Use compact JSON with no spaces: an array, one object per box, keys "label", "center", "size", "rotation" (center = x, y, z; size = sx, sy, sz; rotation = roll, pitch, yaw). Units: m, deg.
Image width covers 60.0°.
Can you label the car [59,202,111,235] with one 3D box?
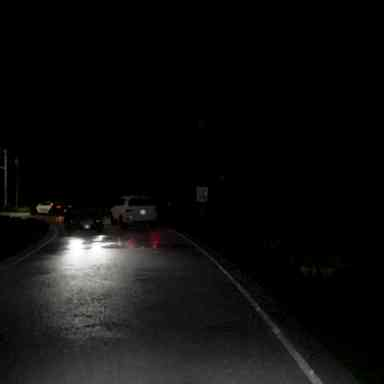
[{"label":"car","center":[-6.438,1.556,19.602],"size":[2.128,1.511,4.902],"rotation":[0,0,-24]}]

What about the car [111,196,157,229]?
[{"label":"car","center":[-4.004,1.289,22.308],"size":[2.150,2.045,5.566],"rotation":[0,-1,-23]}]

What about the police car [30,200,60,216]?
[{"label":"police car","center":[-14.453,1.617,33.773],"size":[4.974,1.542,2.038],"rotation":[0,0,32]}]
